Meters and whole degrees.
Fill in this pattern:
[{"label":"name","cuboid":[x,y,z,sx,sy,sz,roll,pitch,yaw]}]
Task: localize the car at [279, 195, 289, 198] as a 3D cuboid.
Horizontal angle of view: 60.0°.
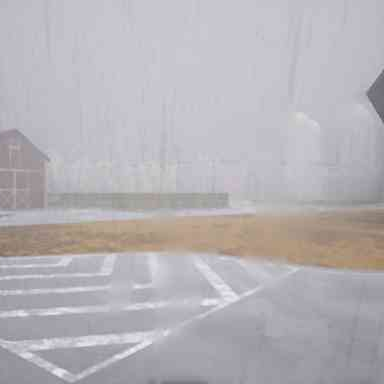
[{"label":"car","cuboid":[25.005,1.667,90.456,2.242,1.667,4.611,0,0,35]}]
